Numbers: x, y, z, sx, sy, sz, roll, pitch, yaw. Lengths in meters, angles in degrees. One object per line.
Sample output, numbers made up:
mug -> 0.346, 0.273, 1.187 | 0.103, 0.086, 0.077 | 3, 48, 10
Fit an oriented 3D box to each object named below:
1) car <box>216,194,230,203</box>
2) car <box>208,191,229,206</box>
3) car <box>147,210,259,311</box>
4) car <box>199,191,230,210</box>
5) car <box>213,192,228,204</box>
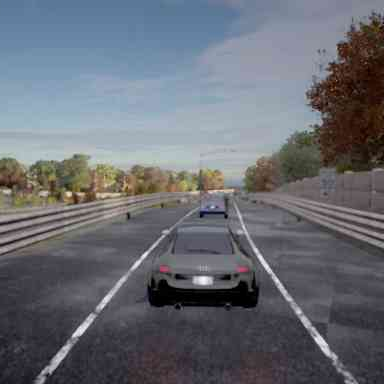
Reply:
car -> 5.107, 1.078, 53.952 | 2.033, 1.411, 5.357 | 0, -2, 8
car -> 2.902, 0.692, 35.817 | 2.128, 1.511, 4.902 | 0, 0, 6
car -> 0.241, 1.343, 7.400 | 1.994, 1.385, 4.181 | 0, 2, 2
car -> 1.544, 0.900, 22.444 | 2.033, 1.411, 5.357 | 0, 1, 7
car -> 3.794, 0.746, 43.806 | 1.882, 1.535, 5.008 | 0, -1, 6
